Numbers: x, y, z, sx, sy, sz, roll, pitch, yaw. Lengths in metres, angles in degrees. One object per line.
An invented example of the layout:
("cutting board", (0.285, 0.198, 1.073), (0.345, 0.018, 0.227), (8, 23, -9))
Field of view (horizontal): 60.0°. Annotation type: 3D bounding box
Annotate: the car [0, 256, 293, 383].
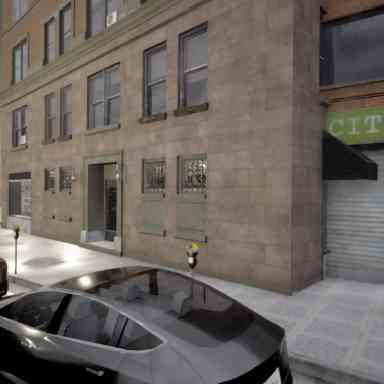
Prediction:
("car", (-1.060, 1.566, 3.828), (4.313, 1.339, 1.947), (0, 1, 35))
